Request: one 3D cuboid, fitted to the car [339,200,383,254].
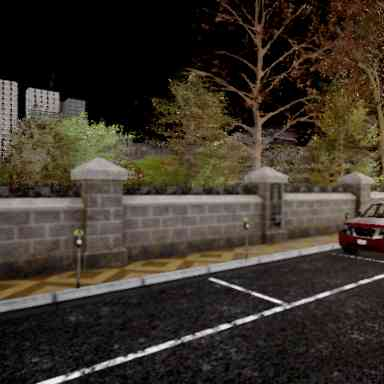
[{"bbox_3d":[7.323,1.219,11.785,5.009,1.841,2.192,-1,1,-36],"label":"car"}]
